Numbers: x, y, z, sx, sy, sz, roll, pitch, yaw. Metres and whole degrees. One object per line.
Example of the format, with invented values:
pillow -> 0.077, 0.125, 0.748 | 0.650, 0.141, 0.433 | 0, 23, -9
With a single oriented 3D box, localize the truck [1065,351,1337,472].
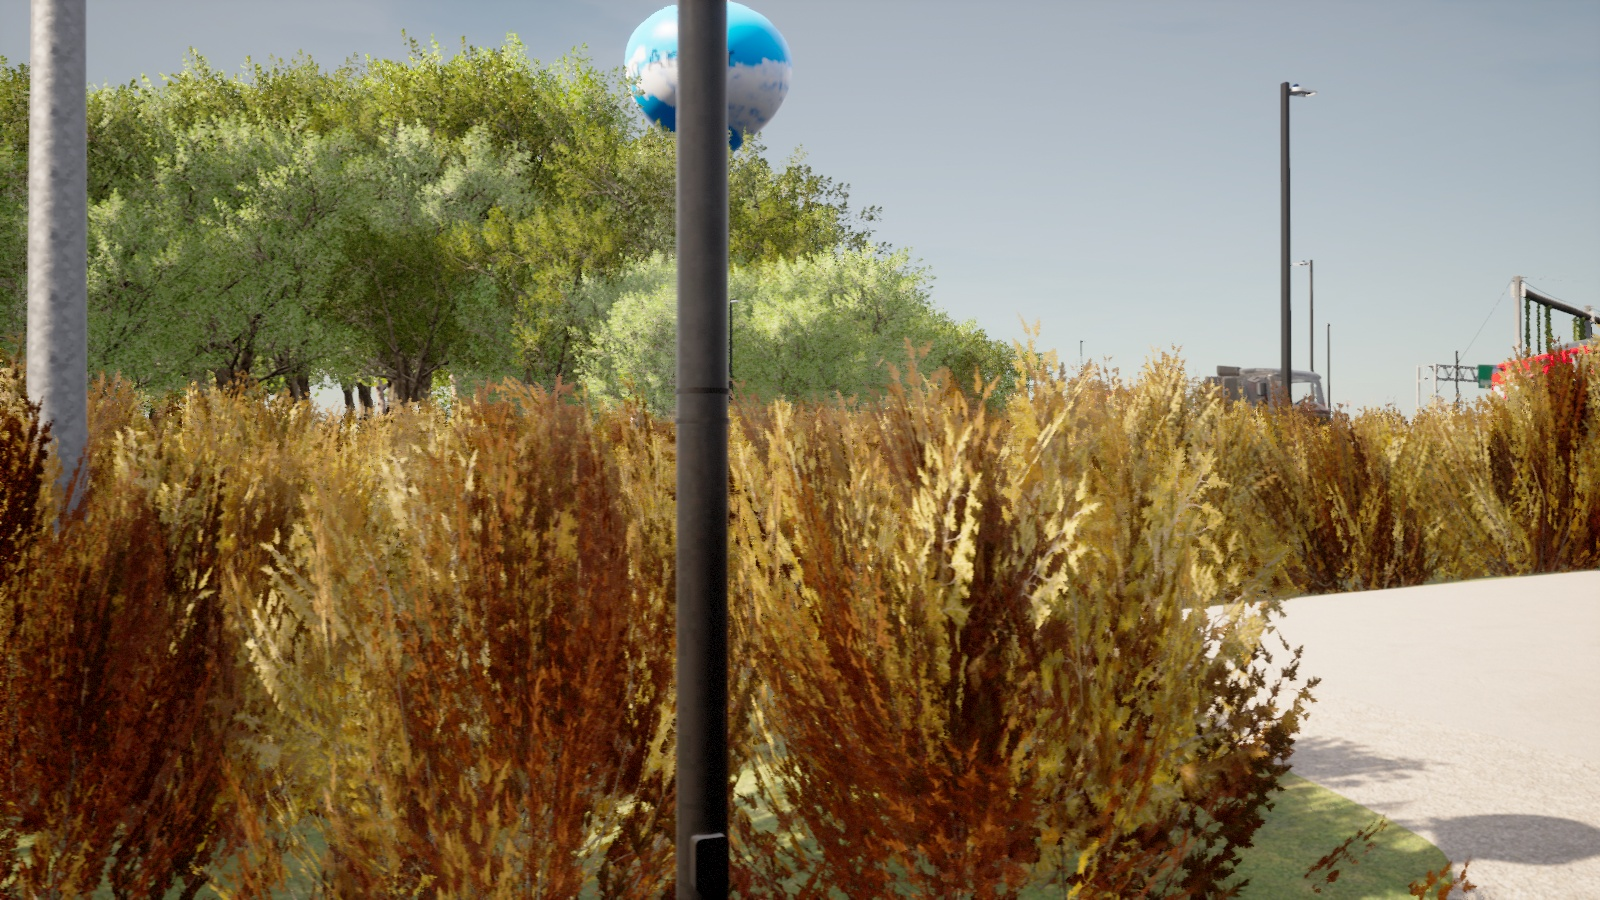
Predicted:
truck -> 12.528, -1.083, 39.989 | 2.891, 3.462, 7.936 | -1, 0, -38
